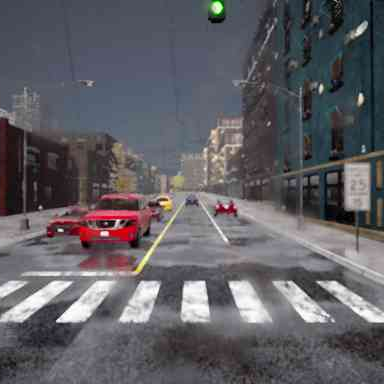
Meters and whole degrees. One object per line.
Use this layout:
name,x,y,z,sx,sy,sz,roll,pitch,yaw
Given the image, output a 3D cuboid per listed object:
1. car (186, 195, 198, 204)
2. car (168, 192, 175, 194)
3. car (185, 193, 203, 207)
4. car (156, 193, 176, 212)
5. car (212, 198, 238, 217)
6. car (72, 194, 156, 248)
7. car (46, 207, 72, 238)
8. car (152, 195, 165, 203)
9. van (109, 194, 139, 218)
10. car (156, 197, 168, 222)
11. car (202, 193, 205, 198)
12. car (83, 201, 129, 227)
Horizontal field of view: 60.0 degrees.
car,0.013,1.157,54.903,1.994,1.385,4.181,0,0,0
car,-5.653,0.814,85.044,1.967,1.590,4.097,1,0,0
car,0.011,1.217,44.479,2.033,1.411,5.357,0,0,0
car,-3.077,1.217,35.012,1.882,1.535,5.008,0,0,0
car,2.712,1.229,28.238,1.967,1.590,4.097,1,0,0
car,-3.103,1.112,14.594,2.150,2.045,5.566,0,0,0
car,-5.749,1.419,16.811,1.887,1.381,4.507,1,0,0
car,-5.663,1.163,56.613,1.802,1.307,4.206,1,0,0
van,-5.665,1.131,28.178,1.690,1.788,3.998,1,0,0
car,-3.083,1.342,24.580,1.812,1.442,4.674,0,0,0
car,2.726,0.856,90.960,1.752,1.417,4.829,1,0,0
car,-5.671,1.377,22.493,1.887,1.381,4.507,1,0,0
